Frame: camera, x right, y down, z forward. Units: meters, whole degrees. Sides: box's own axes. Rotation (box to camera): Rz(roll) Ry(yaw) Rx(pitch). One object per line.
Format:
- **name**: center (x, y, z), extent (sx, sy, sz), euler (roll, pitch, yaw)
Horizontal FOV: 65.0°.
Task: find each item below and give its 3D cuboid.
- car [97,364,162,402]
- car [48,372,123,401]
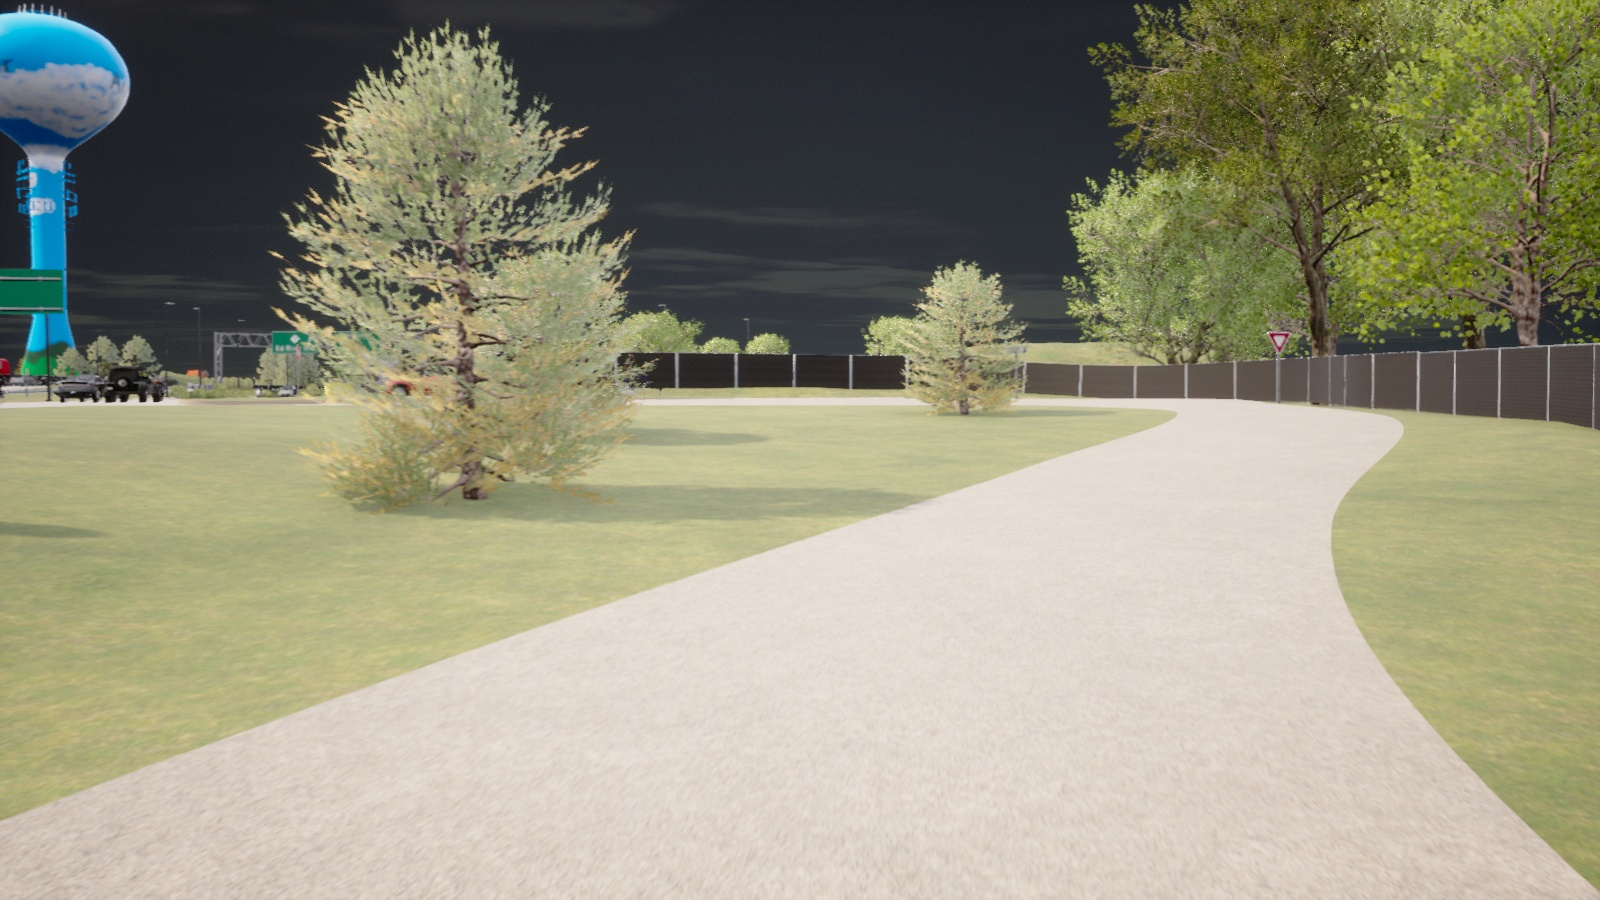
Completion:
- **car**: center (-34.415, -3.427, 64.529), extent (1.905, 1.878, 3.866), euler (-1, 3, -12)
- **car**: center (-38.788, -3.416, 68.309), extent (2.128, 1.511, 4.902), euler (-1, 3, -12)
